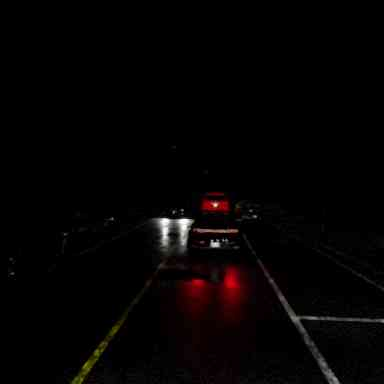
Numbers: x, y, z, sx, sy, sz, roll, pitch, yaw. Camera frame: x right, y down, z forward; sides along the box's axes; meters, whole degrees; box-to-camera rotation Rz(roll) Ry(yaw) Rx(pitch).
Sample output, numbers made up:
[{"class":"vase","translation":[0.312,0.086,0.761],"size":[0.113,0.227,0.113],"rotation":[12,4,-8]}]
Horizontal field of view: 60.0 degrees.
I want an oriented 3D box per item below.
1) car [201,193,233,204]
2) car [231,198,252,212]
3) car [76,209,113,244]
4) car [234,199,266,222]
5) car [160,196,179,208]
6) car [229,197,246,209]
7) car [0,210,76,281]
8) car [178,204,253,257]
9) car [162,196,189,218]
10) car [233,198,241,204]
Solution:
[{"class":"car","translation":[1.896,1.080,27.017],"size":[2.150,2.045,5.566],"rotation":[1,0,4]},{"class":"car","translation":[5.331,1.414,36.529],"size":[1.947,1.339,4.313],"rotation":[0,0,4]},{"class":"car","translation":[-4.748,1.429,14.834],"size":[1.802,1.307,4.206],"rotation":[0,0,4]},{"class":"car","translation":[4.551,1.459,25.384],"size":[2.008,1.369,4.403],"rotation":[0,0,4]},{"class":"car","translation":[-2.802,1.243,42.694],"size":[1.887,1.381,4.507],"rotation":[0,0,4]},{"class":"car","translation":[5.721,1.399,42.101],"size":[1.802,1.307,4.206],"rotation":[0,0,4]},{"class":"car","translation":[-5.136,1.316,9.261],"size":[1.967,1.590,4.097],"rotation":[0,0,4]},{"class":"car","translation":[0.892,1.425,12.699],"size":[2.128,1.511,4.902],"rotation":[1,0,4]},{"class":"car","translation":[-1.225,1.318,28.094],"size":[1.837,1.490,4.892],"rotation":[1,0,4]},{"class":"car","translation":[4.953,1.403,31.125],"size":[1.752,1.417,4.829],"rotation":[0,0,4]}]
